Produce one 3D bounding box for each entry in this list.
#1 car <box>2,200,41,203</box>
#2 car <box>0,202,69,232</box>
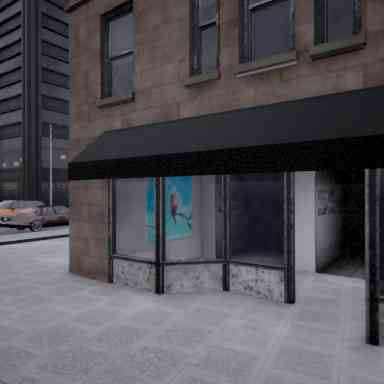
[{"bbox_3d":[-11.345,1.311,21.002,2.097,1.767,4.553,0,0,35],"label":"car"},{"bbox_3d":[-8.427,1.492,19.754,2.033,1.411,5.357,0,0,35],"label":"car"}]
